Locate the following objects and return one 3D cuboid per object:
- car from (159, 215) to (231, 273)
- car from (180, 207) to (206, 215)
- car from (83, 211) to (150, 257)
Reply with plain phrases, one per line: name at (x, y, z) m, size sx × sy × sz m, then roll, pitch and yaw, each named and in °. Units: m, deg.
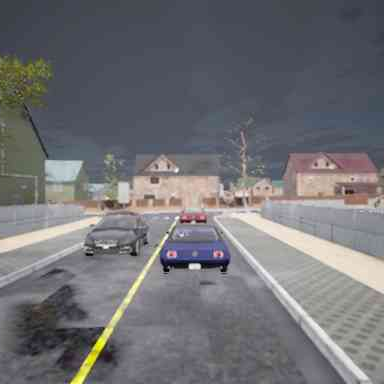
car at (0.090, 1.663, 10.844) m, size 1.895 × 1.301 × 4.718 m, roll 0°, pitch 0°, yaw 0°
car at (0.094, 1.752, 24.317) m, size 1.895 × 1.301 × 4.718 m, roll 0°, pitch 0°, yaw 0°
car at (-2.833, 1.582, 13.372) m, size 1.837 × 1.490 × 4.892 m, roll 0°, pitch 0°, yaw 0°
